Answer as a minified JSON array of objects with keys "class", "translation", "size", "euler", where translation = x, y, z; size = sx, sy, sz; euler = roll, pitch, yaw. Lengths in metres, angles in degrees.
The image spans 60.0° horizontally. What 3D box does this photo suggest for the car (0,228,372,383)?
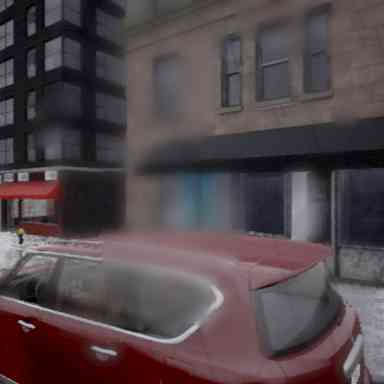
[{"class":"car","translation":[-0.830,1.349,3.659],"size":[5.009,1.841,2.192],"euler":[-1,0,35]}]
